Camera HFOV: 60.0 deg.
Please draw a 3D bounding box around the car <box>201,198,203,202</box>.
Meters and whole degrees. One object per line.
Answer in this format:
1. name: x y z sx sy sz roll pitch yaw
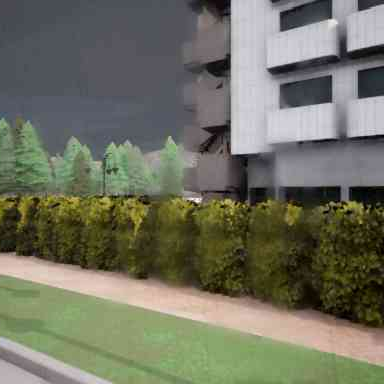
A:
1. car: 3.297 1.219 41.545 2.150 2.045 5.566 0 0 35
